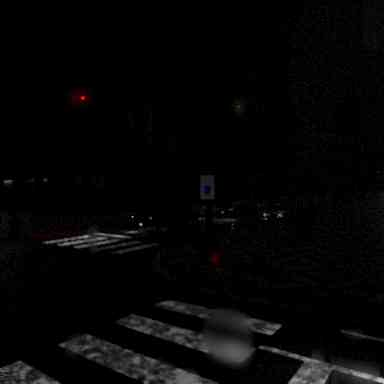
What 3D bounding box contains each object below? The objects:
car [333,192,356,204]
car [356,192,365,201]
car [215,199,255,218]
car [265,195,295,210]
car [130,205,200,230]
[{"bbox_3d":[21.103,0.884,46.416,1.837,1.490,4.892,-1,1,36],"label":"car"},{"bbox_3d":[27.030,0.713,54.612,1.882,1.535,5.008,-1,0,36],"label":"car"},{"bbox_3d":[3.734,1.289,27.854,1.812,1.442,4.674,-1,1,36],"label":"car"},{"bbox_3d":[9.580,1.098,35.924,1.882,1.535,5.008,-1,1,36],"label":"car"},{"bbox_3d":[-1.581,1.494,20.524,1.895,1.301,4.718,-1,1,37],"label":"car"}]
